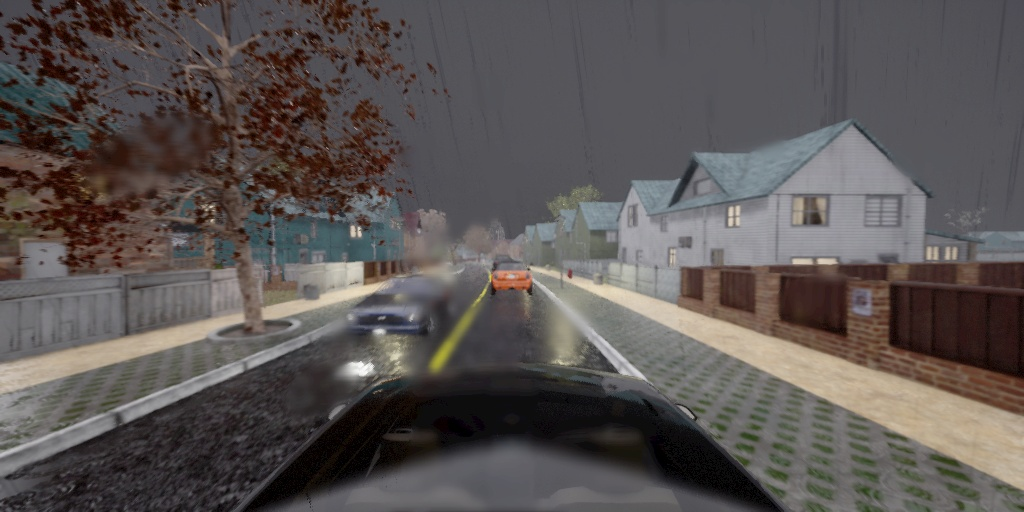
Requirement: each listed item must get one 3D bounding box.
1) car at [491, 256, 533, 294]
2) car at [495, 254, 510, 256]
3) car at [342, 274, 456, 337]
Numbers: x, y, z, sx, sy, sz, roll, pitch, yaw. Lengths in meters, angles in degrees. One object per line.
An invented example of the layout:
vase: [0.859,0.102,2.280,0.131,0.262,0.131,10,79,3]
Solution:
car: [-0.058,1.021,19.626,2.097,1.767,4.553,0,0,-1]
car: [-1.138,0.848,41.023,2.150,2.045,5.566,0,0,-4]
car: [-2.852,1.256,10.433,2.033,1.411,5.357,0,0,0]
